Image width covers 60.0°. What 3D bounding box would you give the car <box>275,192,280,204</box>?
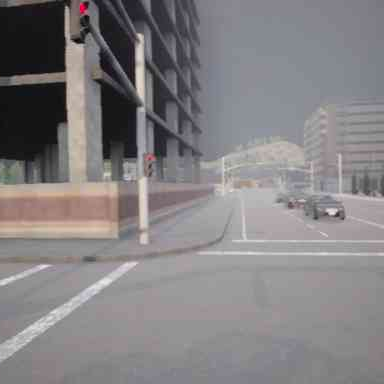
[{"bbox_3d":[11.492,0.630,41.614,1.812,1.442,4.674,-1,1,9],"label":"car"}]

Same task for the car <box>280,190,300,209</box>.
[{"bbox_3d":[10.018,0.641,31.663,2.097,1.767,4.553,-1,1,9],"label":"car"}]

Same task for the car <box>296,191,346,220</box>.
[{"bbox_3d":[8.582,0.960,21.938,2.128,1.511,4.902,-1,1,9],"label":"car"}]
